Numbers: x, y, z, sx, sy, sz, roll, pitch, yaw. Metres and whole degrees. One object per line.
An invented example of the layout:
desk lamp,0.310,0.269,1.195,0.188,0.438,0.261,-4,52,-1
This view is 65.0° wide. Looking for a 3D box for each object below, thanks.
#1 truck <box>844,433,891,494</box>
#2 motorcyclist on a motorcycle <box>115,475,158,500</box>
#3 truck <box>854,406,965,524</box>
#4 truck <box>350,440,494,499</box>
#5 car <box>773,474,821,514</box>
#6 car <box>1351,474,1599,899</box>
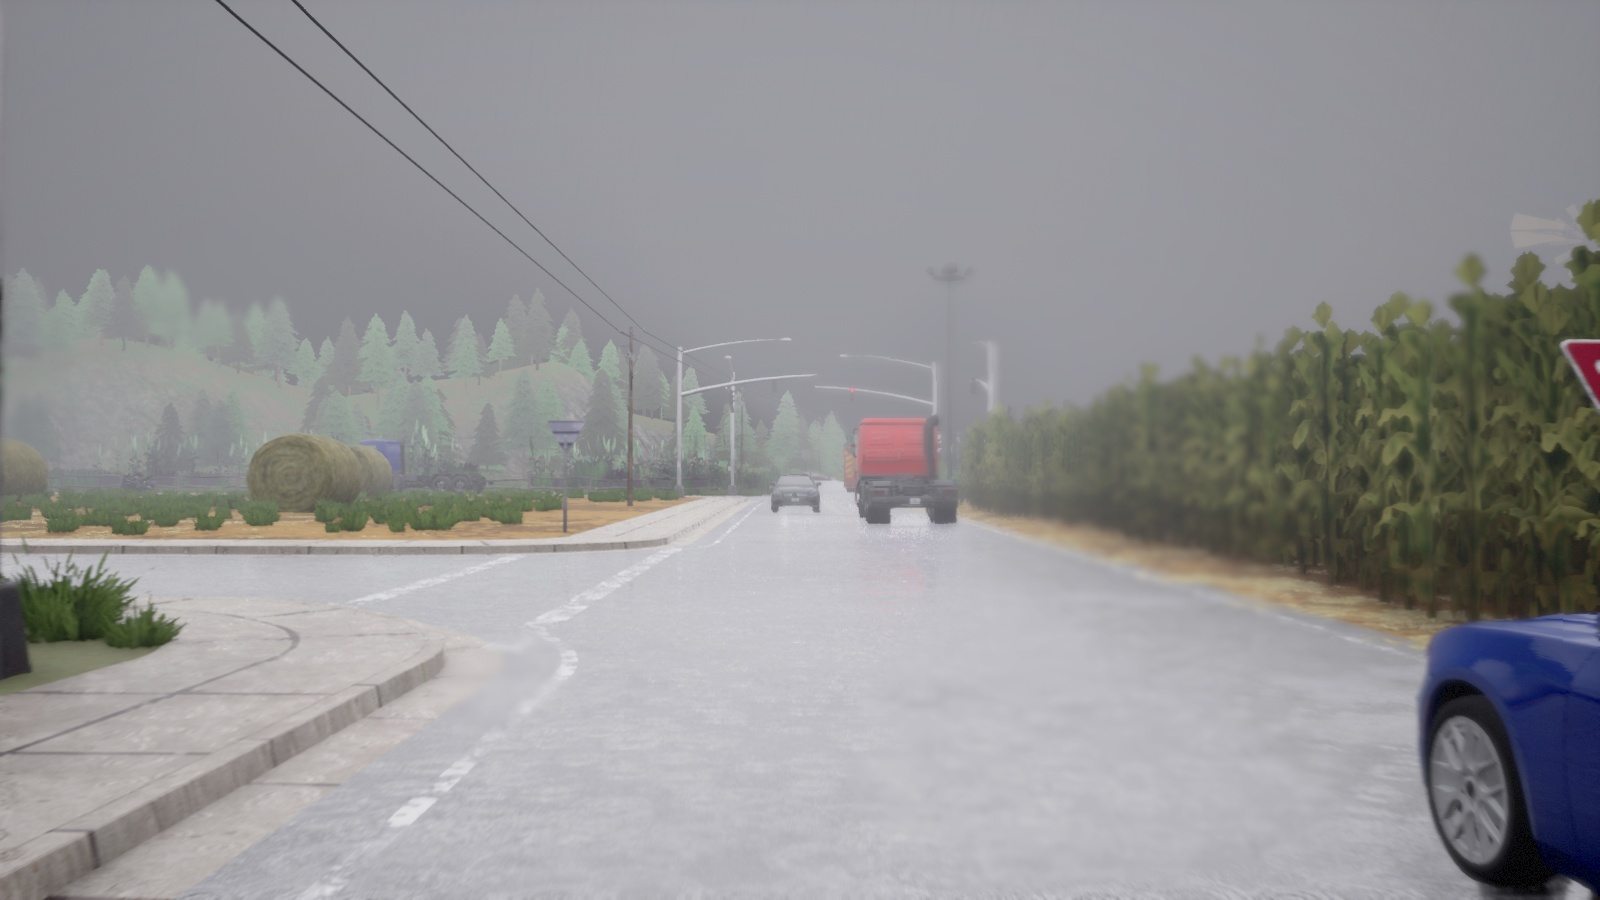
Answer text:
truck,4.837,0.847,88.416,2.891,3.827,8.468,0,2,6
motorcyclist on a motorcycle,-40.955,2.306,77.535,2.191,1.530,0.866,0,-1,2
truck,3.397,0.519,40.882,2.891,3.462,7.936,0,-1,0
truck,-22.992,1.202,76.661,7.936,3.462,2.891,0,-1,3
car,-0.119,1.682,49.148,1.812,1.442,4.674,0,-1,0
car,3.492,0.835,3.278,1.882,1.535,5.008,0,-1,0
